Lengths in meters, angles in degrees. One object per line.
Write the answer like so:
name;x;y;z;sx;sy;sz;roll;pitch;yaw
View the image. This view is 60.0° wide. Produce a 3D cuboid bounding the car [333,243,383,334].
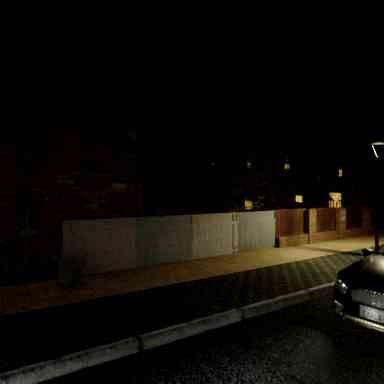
car;4.595;1.500;6.230;4.902;1.511;2.128;0;0;-36
